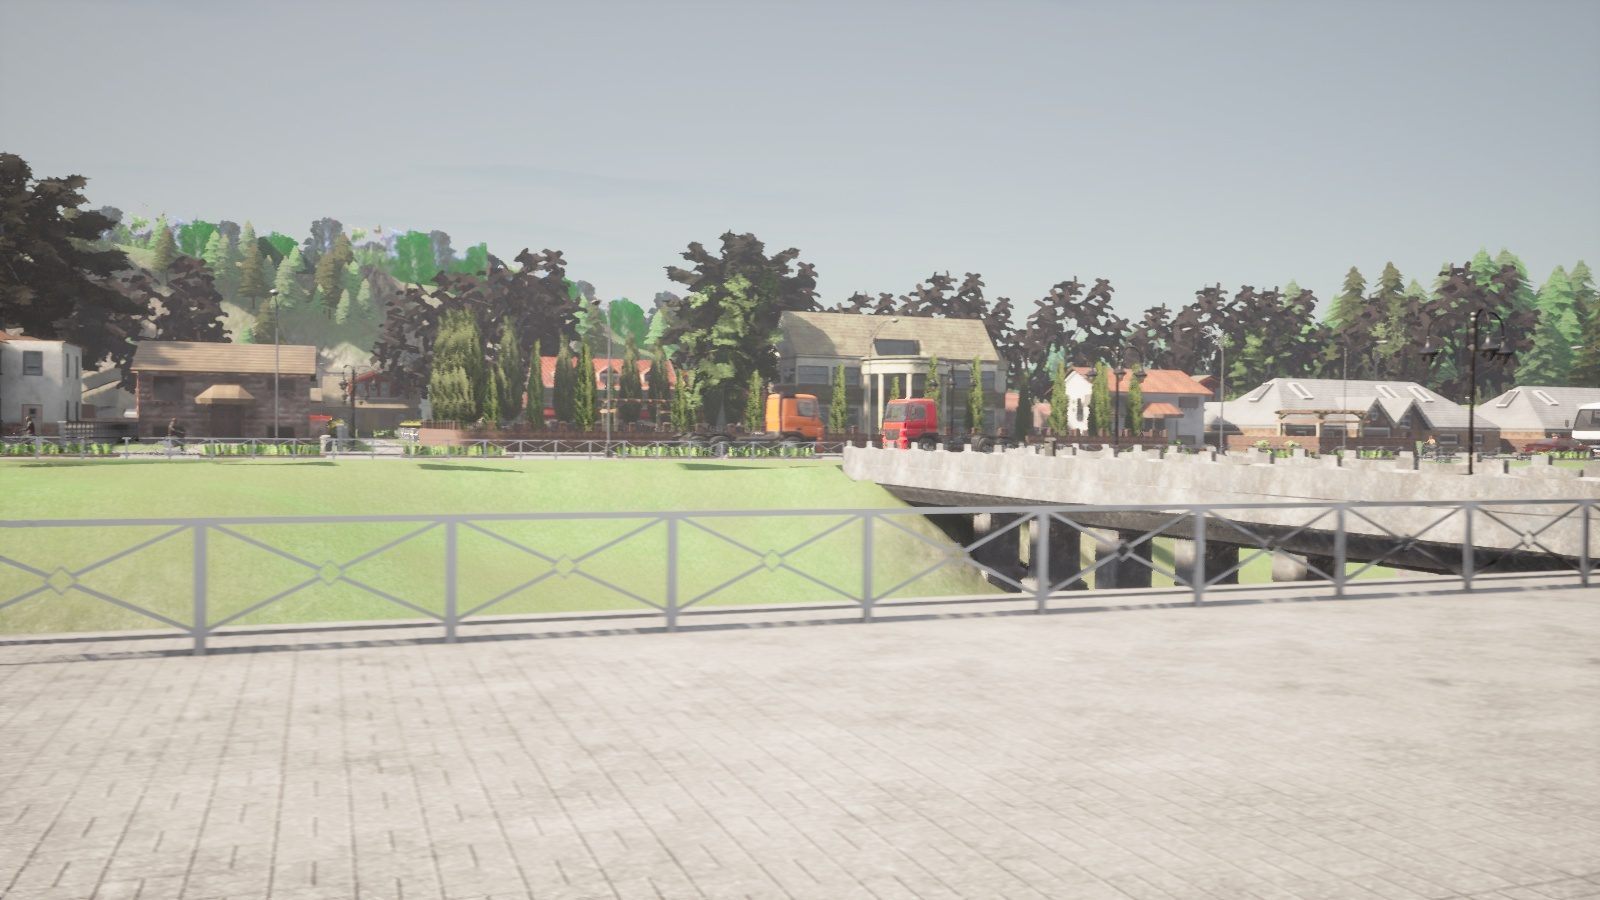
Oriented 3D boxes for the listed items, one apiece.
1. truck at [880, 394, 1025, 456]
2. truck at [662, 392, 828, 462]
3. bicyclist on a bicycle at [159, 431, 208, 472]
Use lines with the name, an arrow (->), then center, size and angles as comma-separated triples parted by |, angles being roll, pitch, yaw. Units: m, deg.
truck -> 8.877, -1.470, 73.108 | 7.936, 3.462, 2.891 | -1, 1, -21
truck -> -2.817, -1.201, 64.393 | 7.936, 3.462, 2.891 | -1, 1, -21
bicyclist on a bicycle -> -27.093, 0.063, 55.193 | 1.843, 1.776, 0.659 | -1, 1, -21
